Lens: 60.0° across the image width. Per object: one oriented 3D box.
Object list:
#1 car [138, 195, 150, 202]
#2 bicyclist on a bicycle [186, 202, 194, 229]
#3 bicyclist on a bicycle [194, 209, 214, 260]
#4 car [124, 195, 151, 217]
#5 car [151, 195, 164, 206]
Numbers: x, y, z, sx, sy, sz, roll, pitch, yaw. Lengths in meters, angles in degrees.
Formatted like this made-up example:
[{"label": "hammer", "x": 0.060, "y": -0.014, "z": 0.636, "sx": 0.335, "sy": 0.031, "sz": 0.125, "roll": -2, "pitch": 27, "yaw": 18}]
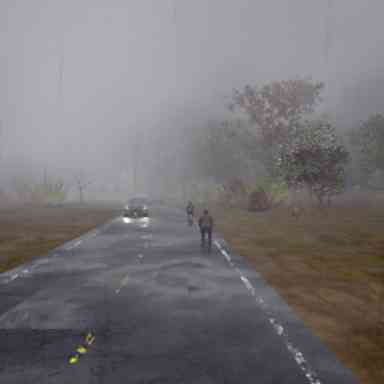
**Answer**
[{"label": "car", "x": -10.521, "y": 1.405, "z": 72.981, "sx": 1.882, "sy": 1.535, "sz": 5.008, "roll": 0, "pitch": 0, "yaw": -17}, {"label": "bicyclist on a bicycle", "x": -0.091, "y": 1.421, "z": 20.471, "sx": 0.582, "sy": 1.620, "sz": 1.656, "roll": 0, "pitch": 0, "yaw": -5}, {"label": "bicyclist on a bicycle", "x": 0.490, "y": 1.434, "z": 11.403, "sx": 0.582, "sy": 1.620, "sz": 1.656, "roll": 0, "pitch": 0, "yaw": -3}, {"label": "car", "x": -5.072, "y": 1.314, "z": 30.602, "sx": 2.097, "sy": 1.767, "sz": 4.553, "roll": 0, "pitch": 0, "yaw": -7}, {"label": "car", "x": -5.960, "y": 1.288, "z": 55.071, "sx": 2.097, "sy": 1.767, "sz": 4.553, "roll": 0, "pitch": 0, "yaw": -12}]
